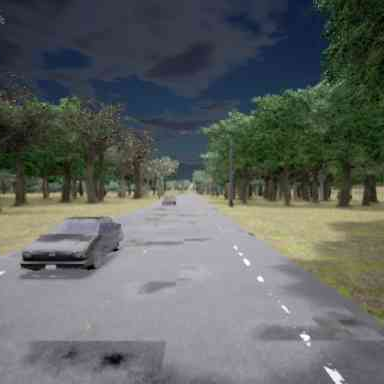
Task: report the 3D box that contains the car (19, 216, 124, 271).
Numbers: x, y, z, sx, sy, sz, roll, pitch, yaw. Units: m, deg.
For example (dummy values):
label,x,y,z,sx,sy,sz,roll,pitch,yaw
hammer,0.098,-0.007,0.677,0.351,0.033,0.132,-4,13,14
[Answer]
label,x,y,z,sx,sy,sz,roll,pitch,yaw
car,-3.602,1.530,11.150,2.033,1.411,5.357,0,0,0

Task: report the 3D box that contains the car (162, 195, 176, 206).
label,x,y,z,sx,sy,sz,roll,pitch,yaw
car,-3.580,1.220,52.409,2.097,1.767,4.553,0,0,0
